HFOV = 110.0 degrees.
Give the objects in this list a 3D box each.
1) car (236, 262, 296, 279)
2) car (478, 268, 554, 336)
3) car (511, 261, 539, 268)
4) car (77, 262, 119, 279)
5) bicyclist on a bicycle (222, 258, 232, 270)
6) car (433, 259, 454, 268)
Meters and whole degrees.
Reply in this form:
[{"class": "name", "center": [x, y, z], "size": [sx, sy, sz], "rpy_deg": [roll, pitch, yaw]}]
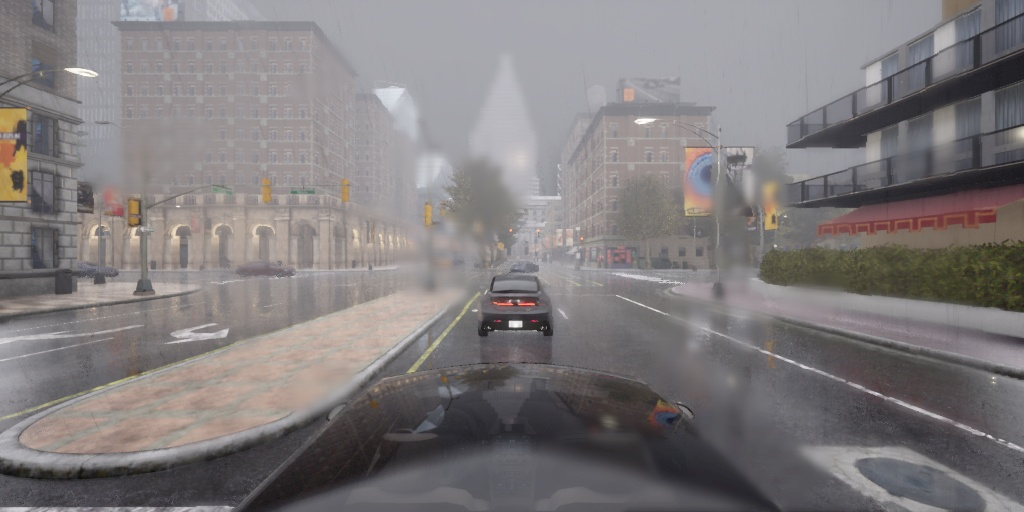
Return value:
[{"class": "car", "center": [-22.417, 1.275, 32.755], "size": [4.674, 1.442, 1.812], "rpy_deg": [0, 0, -6]}, {"class": "car", "center": [0.101, 1.255, 10.331], "size": [1.837, 1.490, 4.892], "rpy_deg": [0, 0, 0]}, {"class": "car", "center": [1.548, 1.314, 41.146], "size": [1.994, 1.385, 4.181], "rpy_deg": [0, 0, 34]}, {"class": "car", "center": [-38.372, 1.275, 32.309], "size": [4.674, 1.442, 1.812], "rpy_deg": [0, 0, 0]}, {"class": "bicyclist on a bicycle", "center": [-37.170, 1.050, 46.770], "size": [0.582, 1.620, 1.656], "rpy_deg": [0, 0, 0]}, {"class": "car", "center": [-11.407, 1.228, 59.669], "size": [1.882, 1.535, 5.008], "rpy_deg": [0, 0, 0]}]
